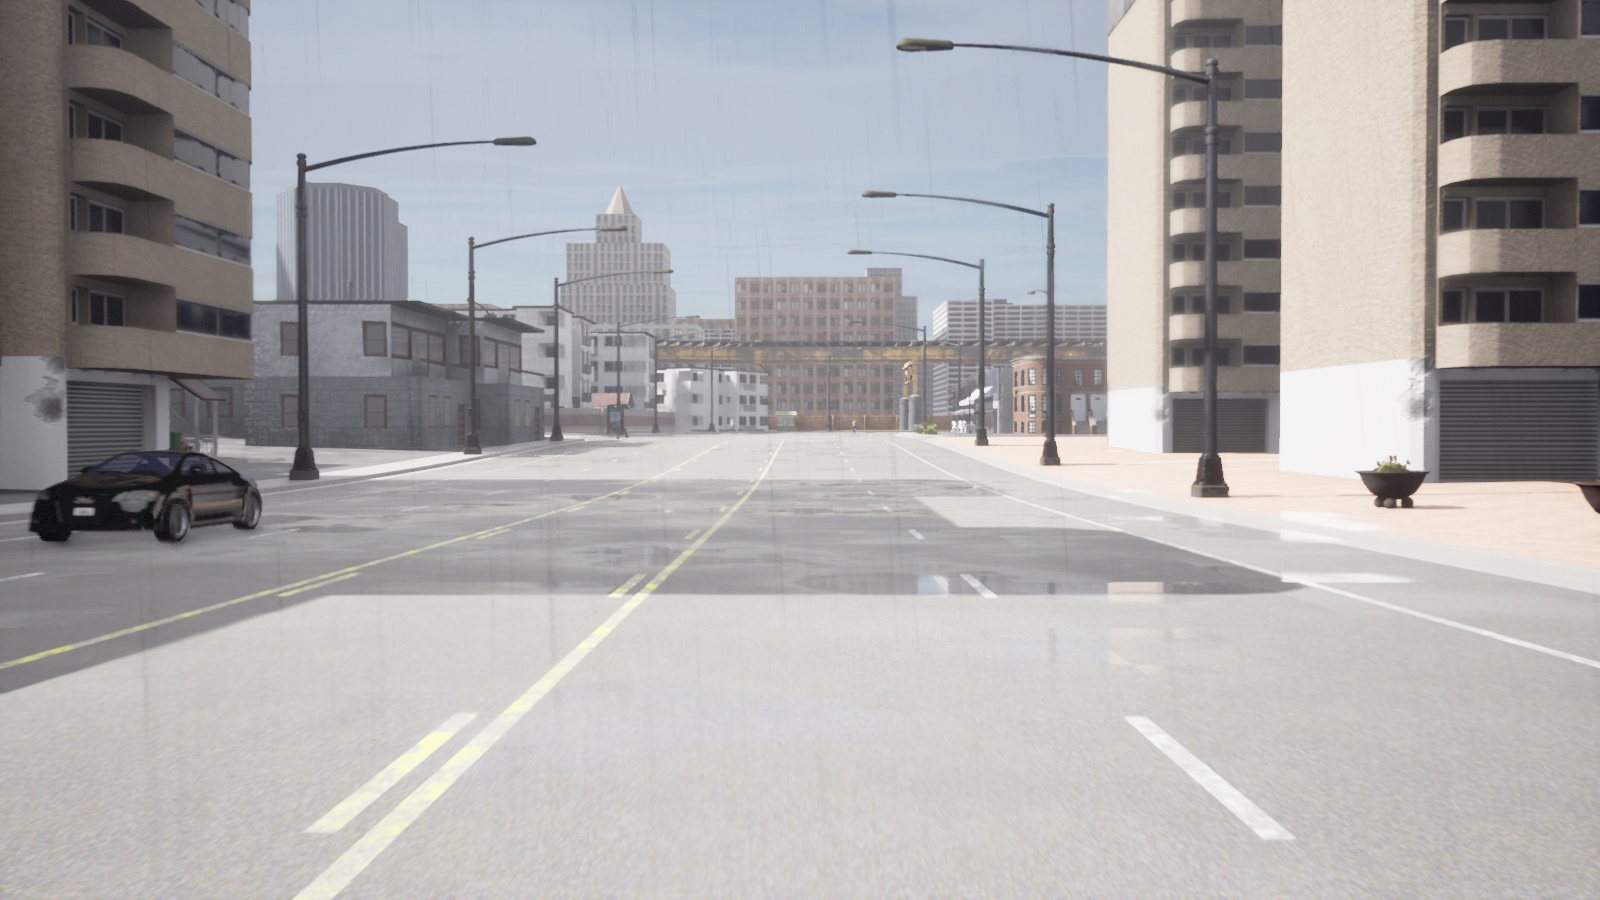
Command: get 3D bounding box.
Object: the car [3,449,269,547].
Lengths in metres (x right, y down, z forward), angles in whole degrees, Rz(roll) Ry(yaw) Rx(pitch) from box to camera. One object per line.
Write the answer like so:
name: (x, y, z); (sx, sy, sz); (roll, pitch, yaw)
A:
car: (-10.371, 0.686, 20.032); (1.994, 1.385, 4.181); (0, 0, 0)
